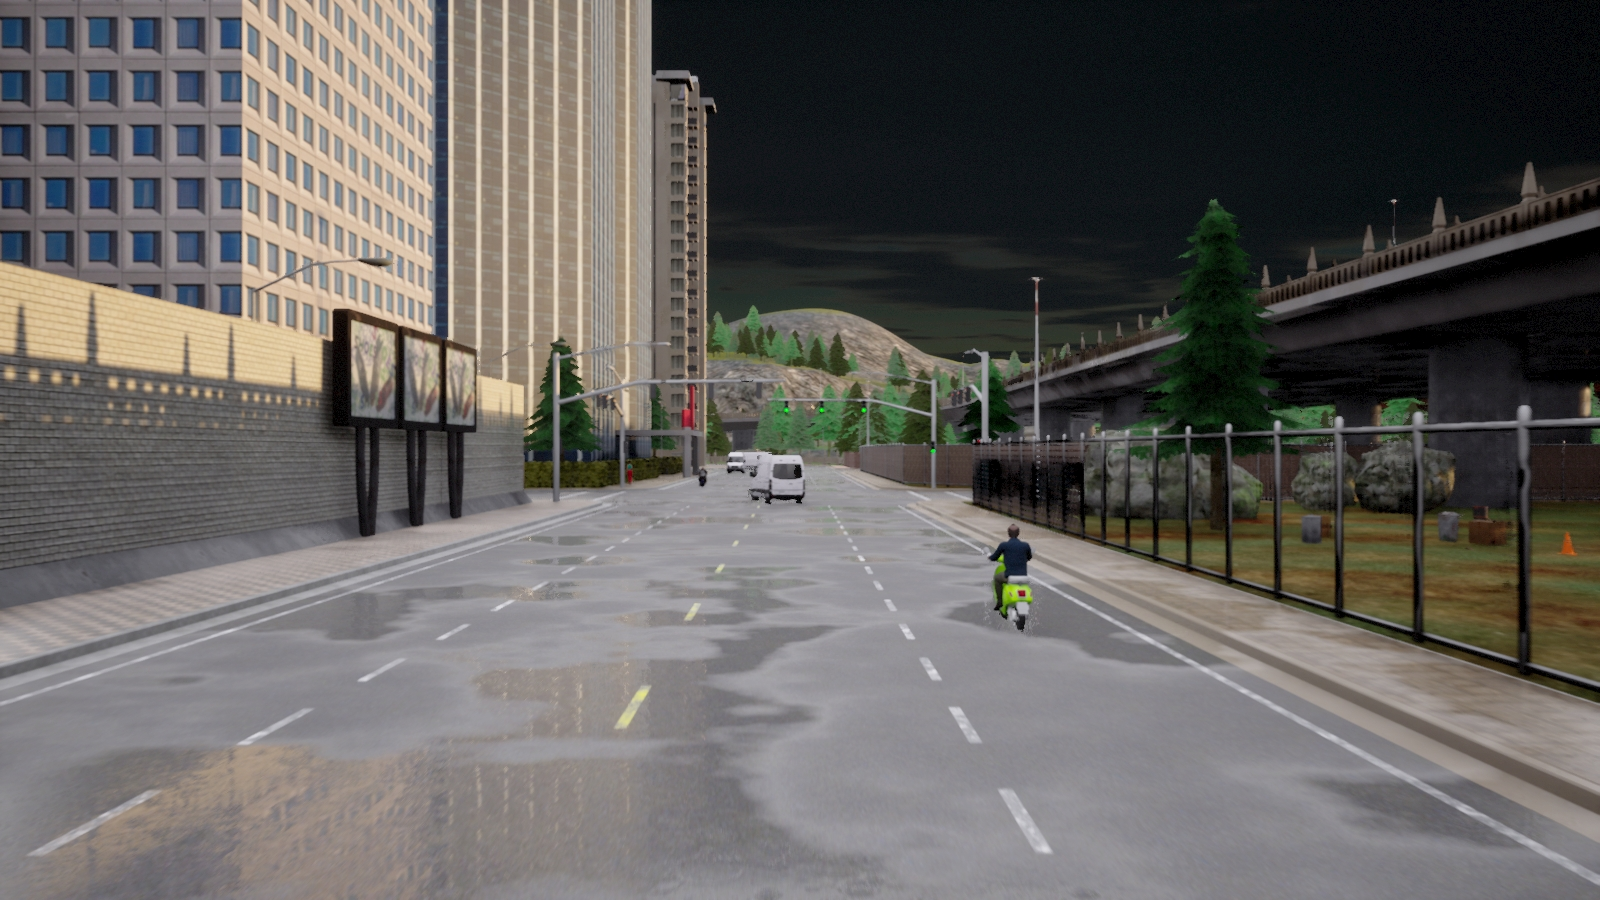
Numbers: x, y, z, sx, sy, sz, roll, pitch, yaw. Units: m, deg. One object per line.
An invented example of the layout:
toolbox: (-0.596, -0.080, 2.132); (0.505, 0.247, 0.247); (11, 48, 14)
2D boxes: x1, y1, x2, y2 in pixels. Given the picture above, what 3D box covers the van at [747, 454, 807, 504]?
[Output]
van: (-1.319, 1.511, 62.002); (1.988, 2.561, 5.915); (1, 0, -13)
